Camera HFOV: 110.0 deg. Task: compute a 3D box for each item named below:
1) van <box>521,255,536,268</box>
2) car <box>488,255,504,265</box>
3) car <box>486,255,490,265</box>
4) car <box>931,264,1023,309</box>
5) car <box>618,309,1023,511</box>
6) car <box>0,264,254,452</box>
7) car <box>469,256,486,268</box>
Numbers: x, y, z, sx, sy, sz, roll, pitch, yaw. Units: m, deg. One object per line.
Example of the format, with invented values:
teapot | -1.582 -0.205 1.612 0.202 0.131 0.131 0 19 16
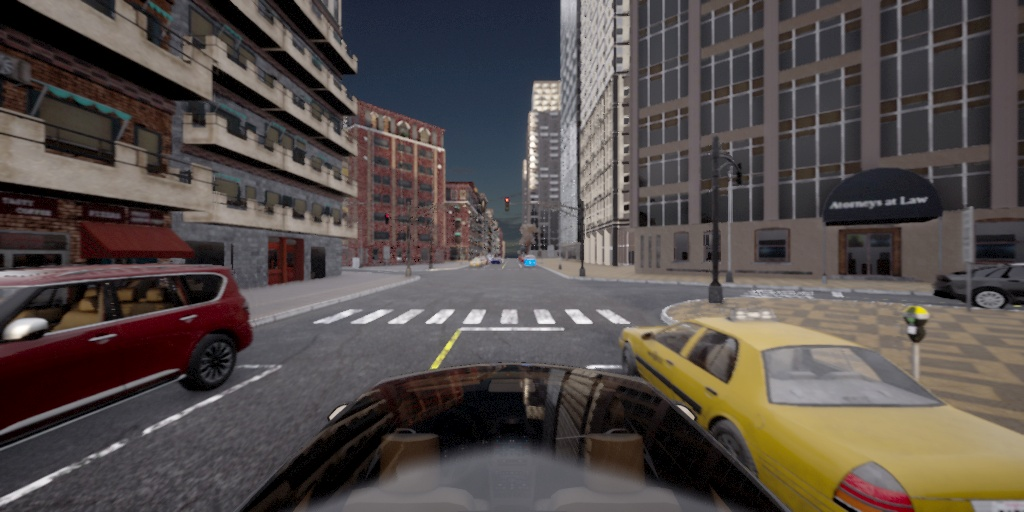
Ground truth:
van | 2.618 0.760 52.952 1.690 1.789 3.998 0 0 0
car | -2.712 0.969 62.919 1.895 1.301 4.718 0 0 1
car | -5.250 0.802 64.066 1.967 1.591 4.097 0 0 0
car | 16.828 1.002 11.177 4.892 1.490 1.837 0 0 41
car | 2.568 1.259 4.130 1.751 1.417 4.829 0 0 0
car | -5.313 1.048 3.962 2.192 1.841 5.009 0 0 0
car | -5.262 0.945 52.791 1.751 1.417 4.829 0 0 0
